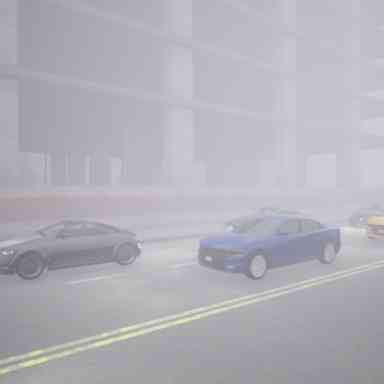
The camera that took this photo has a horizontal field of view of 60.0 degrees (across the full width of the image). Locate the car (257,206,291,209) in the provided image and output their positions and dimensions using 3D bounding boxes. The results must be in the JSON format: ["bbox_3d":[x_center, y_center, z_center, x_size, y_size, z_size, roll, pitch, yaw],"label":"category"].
[{"bbox_3d":[3.588,1.422,15.137,4.902,1.511,2.128,0,0,-35],"label":"car"}]

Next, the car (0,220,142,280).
[{"bbox_3d":[-3.638,1.548,9.995,4.181,1.385,1.994,0,0,-35],"label":"car"}]

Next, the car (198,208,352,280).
[{"bbox_3d":[2.460,1.432,10.018,5.008,1.535,1.882,0,0,-35],"label":"car"}]

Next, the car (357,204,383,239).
[{"bbox_3d":[10.007,1.376,15.396,5.008,1.535,1.882,0,0,-35],"label":"car"}]

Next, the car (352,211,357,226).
[{"bbox_3d":[11.667,1.435,20.886,4.181,1.385,1.994,0,0,-35],"label":"car"}]
